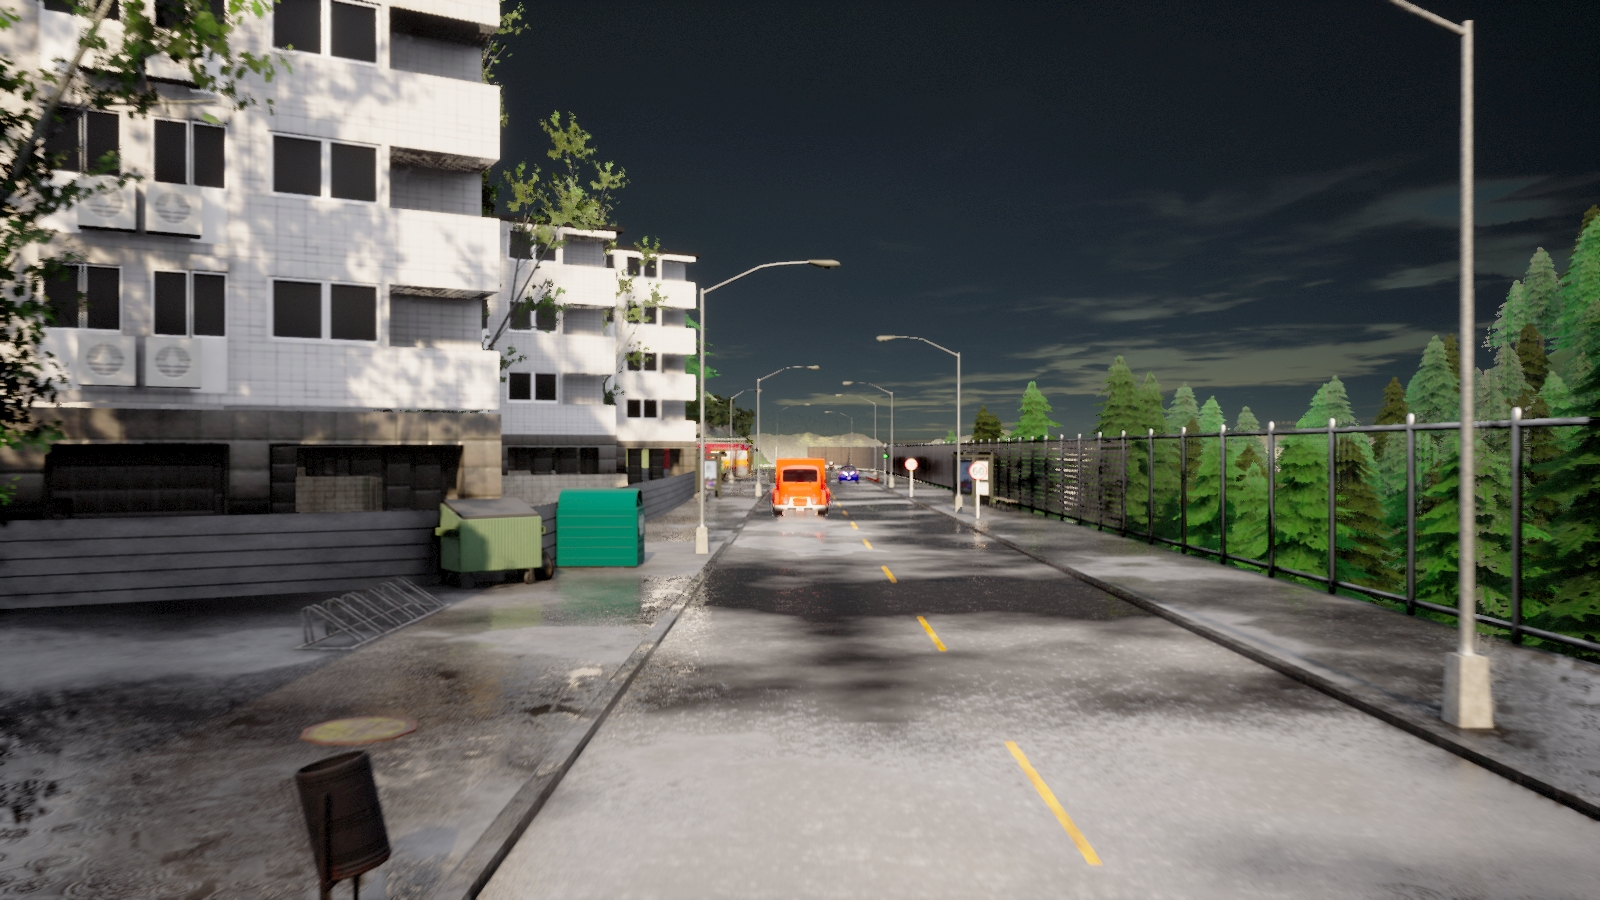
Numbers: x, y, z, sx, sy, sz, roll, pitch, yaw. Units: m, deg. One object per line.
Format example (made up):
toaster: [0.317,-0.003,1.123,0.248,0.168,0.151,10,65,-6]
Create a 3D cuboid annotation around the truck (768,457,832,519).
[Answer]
truck: [0.030,1.568,49.123,2.627,2.467,5.204,0,0,1]
